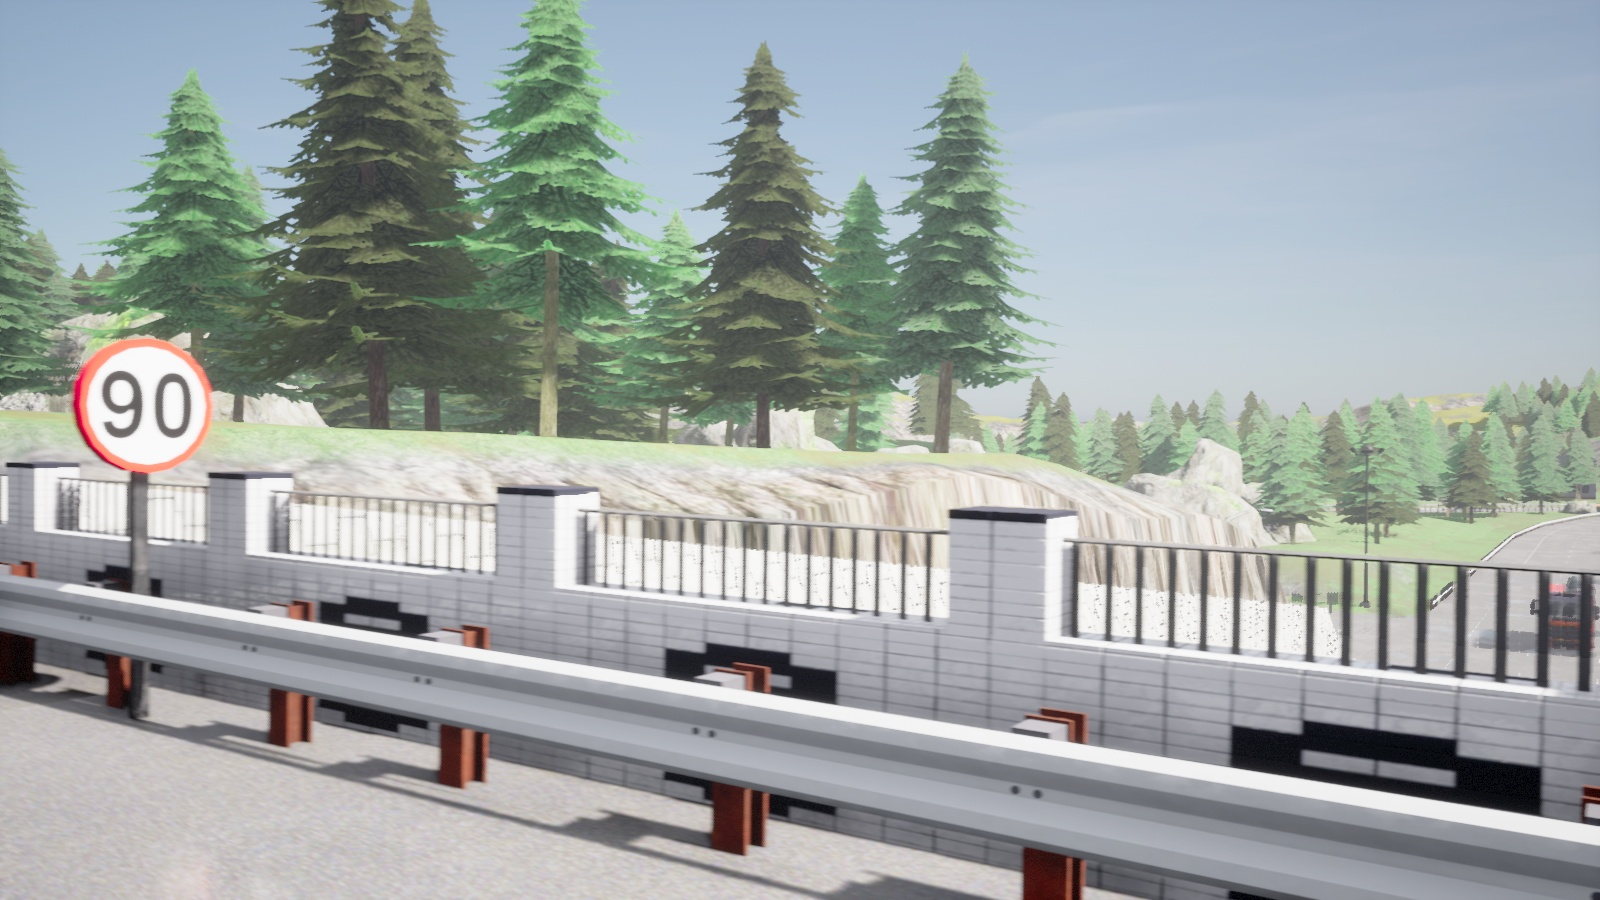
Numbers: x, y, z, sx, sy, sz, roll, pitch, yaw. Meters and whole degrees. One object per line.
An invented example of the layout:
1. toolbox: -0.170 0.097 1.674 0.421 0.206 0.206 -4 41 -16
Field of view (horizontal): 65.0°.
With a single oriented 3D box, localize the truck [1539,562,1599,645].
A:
1. truck: 46.522 9.111 75.771 2.891 3.827 8.468 0 1 33
